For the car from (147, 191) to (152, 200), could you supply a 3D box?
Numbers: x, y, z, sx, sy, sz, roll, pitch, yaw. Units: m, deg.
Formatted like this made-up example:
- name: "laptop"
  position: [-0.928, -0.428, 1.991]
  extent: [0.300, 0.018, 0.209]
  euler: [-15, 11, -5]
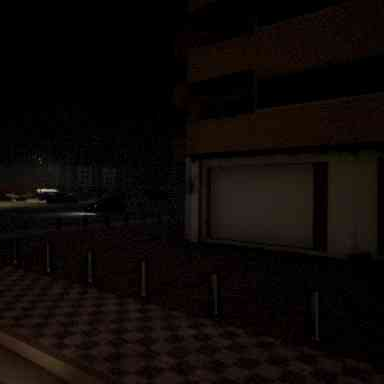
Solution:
- name: "car"
  position: [-7.919, 0.754, 70.899]
  extent: [1.905, 1.878, 3.866]
  euler: [1, 0, 35]

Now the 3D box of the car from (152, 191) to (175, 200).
- name: "car"
  position: [-5.588, 0.779, 69.183]
  extent: [1.932, 1.855, 4.605]
  euler: [1, 0, 35]

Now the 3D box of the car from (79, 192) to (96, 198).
- name: "car"
  position: [-26.321, 0.777, 83.881]
  extent: [1.970, 1.475, 3.806]
  euler: [1, 0, 35]

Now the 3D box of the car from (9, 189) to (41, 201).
- name: "car"
  position: [-34.061, 0.564, 67.883]
  extent: [1.932, 1.855, 4.605]
  euler: [1, 0, 35]

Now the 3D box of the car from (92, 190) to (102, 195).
- name: "car"
  position: [-23.962, 0.566, 82.199]
  extent: [1.905, 1.878, 3.866]
  euler: [1, 0, 35]

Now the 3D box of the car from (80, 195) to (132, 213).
- name: "car"
  position: [-8.748, 1.322, 34.289]
  extent: [1.812, 1.442, 4.674]
  euler: [1, 0, 35]

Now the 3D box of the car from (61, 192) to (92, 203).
- name: "car"
  position: [-20.216, 0.968, 58.201]
  extent: [1.970, 1.475, 3.806]
  euler: [1, 0, 35]
